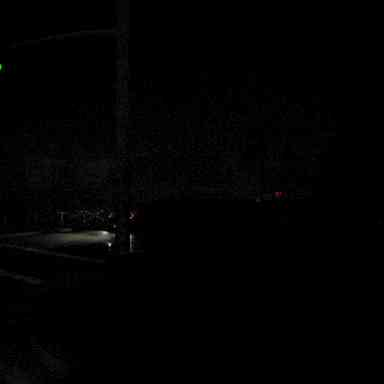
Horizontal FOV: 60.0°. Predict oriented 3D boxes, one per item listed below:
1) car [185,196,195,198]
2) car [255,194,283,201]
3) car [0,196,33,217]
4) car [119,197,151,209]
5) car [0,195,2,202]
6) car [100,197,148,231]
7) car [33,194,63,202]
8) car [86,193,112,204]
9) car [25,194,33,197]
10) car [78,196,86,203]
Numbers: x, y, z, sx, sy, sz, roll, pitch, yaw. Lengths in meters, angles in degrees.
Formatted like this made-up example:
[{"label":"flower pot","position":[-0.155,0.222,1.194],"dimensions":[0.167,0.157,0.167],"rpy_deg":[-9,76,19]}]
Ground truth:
[{"label":"car","position":[-0.769,1.374,48.146],"dimensions":[1.845,1.501,3.633],"rpy_deg":[0,0,35]},{"label":"car","position":[8.436,1.221,37.032],"dimensions":[2.150,2.045,5.566],"rpy_deg":[0,0,35]},{"label":"car","position":[-15.798,1.340,26.888],"dimensions":[2.007,1.523,4.514],"rpy_deg":[0,0,35]},{"label":"car","position":[-7.488,1.384,43.809],"dimensions":[1.970,1.475,3.806],"rpy_deg":[0,0,35]},{"label":"car","position":[-41.403,1.298,67.525],"dimensions":[2.007,1.523,4.514],"rpy_deg":[0,0,35]},{"label":"car","position":[-3.034,1.352,20.545],"dimensions":[2.097,1.767,4.553],"rpy_deg":[0,0,35]},{"label":"car","position":[-28.916,1.154,67.722],"dimensions":[2.152,1.636,5.027],"rpy_deg":[0,0,35]},{"label":"car","position":[-15.861,1.097,58.991],"dimensions":[1.932,1.855,4.605],"rpy_deg":[0,0,35]},{"label":"car","position":[-34.342,1.232,71.164],"dimensions":[1.970,1.475,3.806],"rpy_deg":[0,0,35]},{"label":"car","position":[-18.471,1.077,60.333],"dimensions":[1.905,1.878,3.866],"rpy_deg":[0,0,35]}]
